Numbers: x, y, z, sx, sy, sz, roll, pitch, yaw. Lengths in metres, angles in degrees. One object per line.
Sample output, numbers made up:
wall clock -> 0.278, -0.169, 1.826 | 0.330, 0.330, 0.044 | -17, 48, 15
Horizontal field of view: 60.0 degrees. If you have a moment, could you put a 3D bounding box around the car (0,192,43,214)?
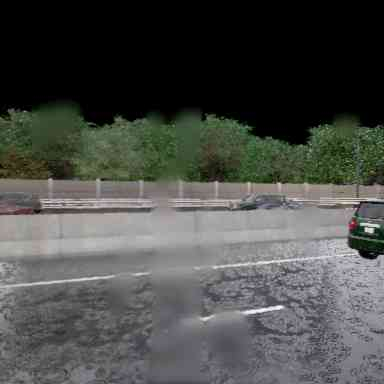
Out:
car -> -14.057, 1.044, 24.607 | 5.566, 2.045, 2.150 | 0, 0, -23

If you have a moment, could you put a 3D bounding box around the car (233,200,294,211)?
car -> 5.640, 1.513, 25.281 | 4.181, 1.385, 1.994 | 0, 0, -23

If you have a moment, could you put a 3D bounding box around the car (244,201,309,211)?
car -> 5.896, 1.527, 21.595 | 4.181, 1.385, 1.994 | 0, 0, -23

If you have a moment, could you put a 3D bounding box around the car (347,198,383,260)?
car -> 7.699, 1.233, 10.860 | 5.566, 2.045, 2.150 | 0, 0, -23

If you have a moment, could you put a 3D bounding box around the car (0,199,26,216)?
car -> -11.962, 1.336, 17.898 | 5.008, 1.535, 1.882 | 0, 0, -23

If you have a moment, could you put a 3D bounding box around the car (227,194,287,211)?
car -> 5.863, 1.161, 29.164 | 5.566, 2.045, 2.150 | 1, 0, -22

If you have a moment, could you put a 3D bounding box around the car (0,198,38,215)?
car -> -12.833, 1.319, 21.333 | 5.008, 1.535, 1.882 | 0, 0, -22

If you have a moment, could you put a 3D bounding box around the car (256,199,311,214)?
car -> 9.470, 1.492, 34.435 | 5.357, 1.411, 2.033 | 0, 0, -22
